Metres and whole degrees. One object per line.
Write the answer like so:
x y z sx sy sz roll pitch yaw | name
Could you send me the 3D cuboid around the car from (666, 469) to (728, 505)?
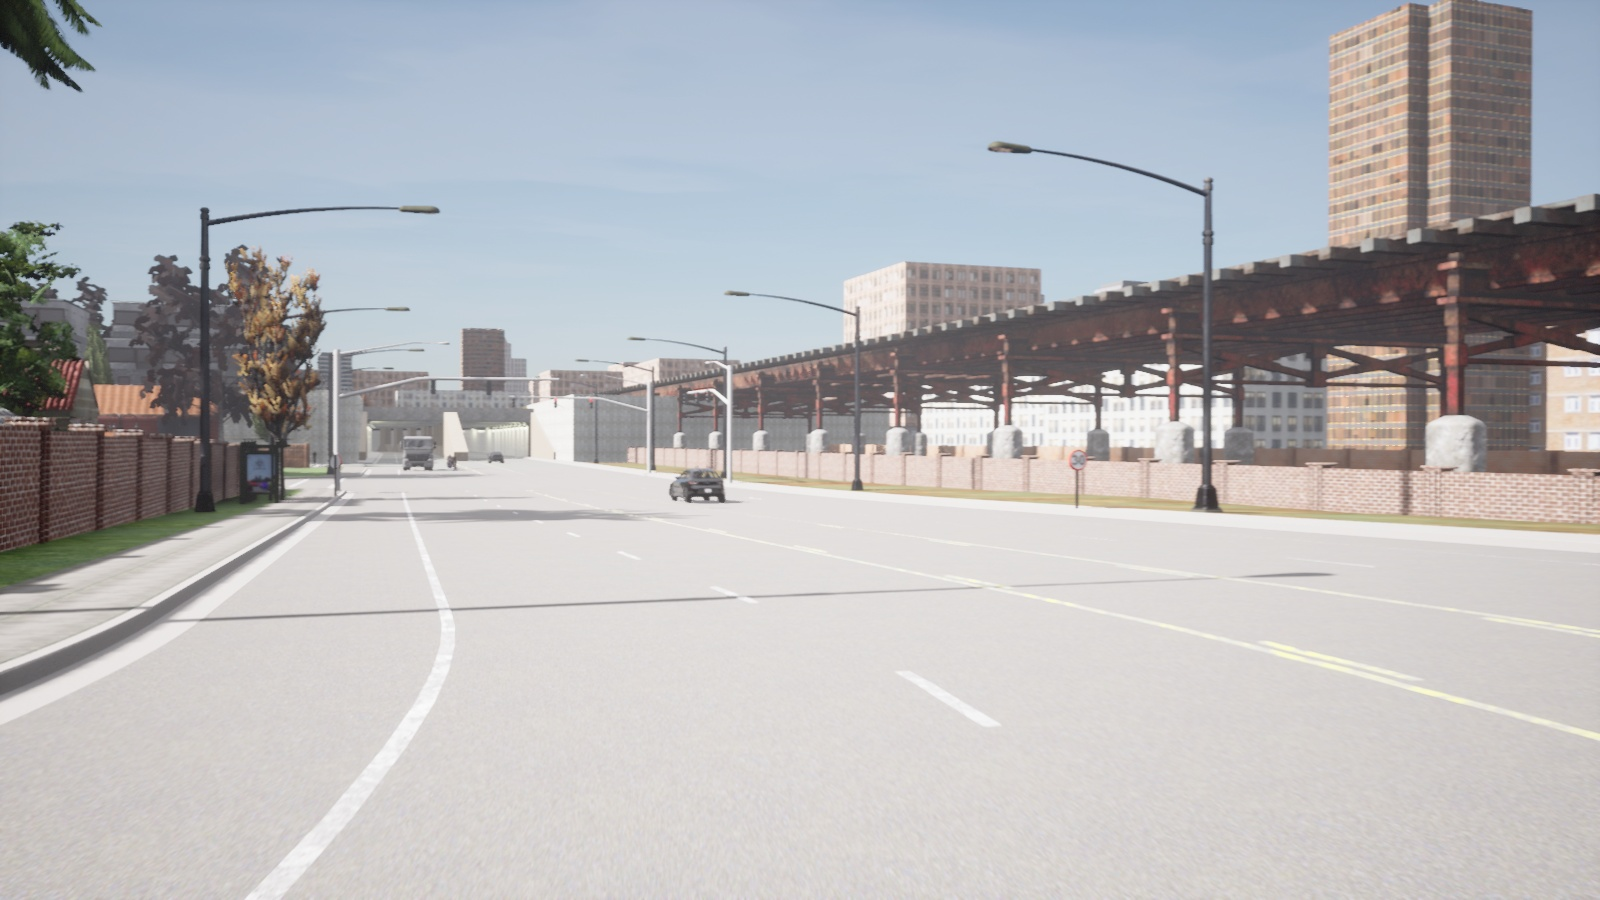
-4.605 1.598 55.605 1.816 1.474 4.193 0 0 -18 | car
